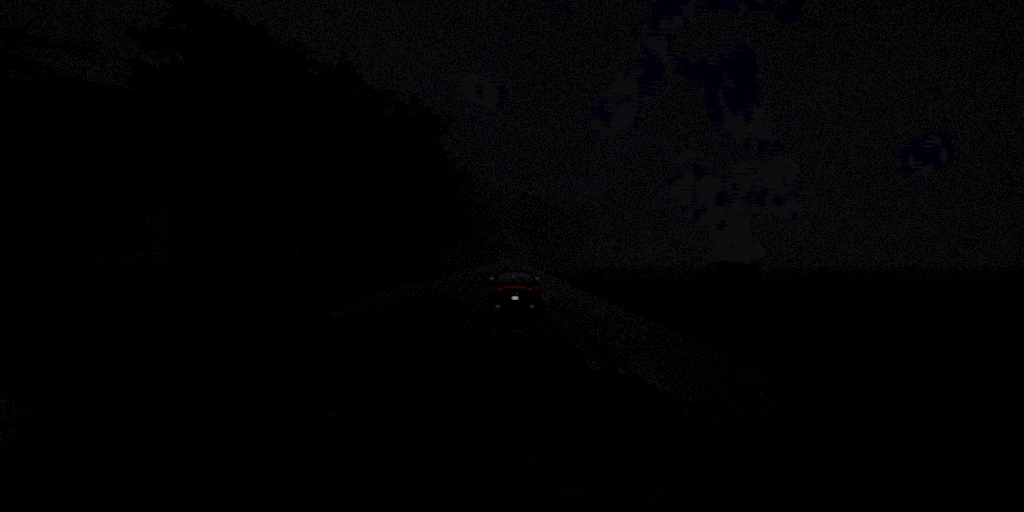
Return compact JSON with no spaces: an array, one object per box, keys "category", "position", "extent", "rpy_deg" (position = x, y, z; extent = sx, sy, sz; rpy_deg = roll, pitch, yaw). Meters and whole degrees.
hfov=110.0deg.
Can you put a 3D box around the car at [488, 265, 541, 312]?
[{"category":"car","position":[0.103,1.270,14.528],"extent":[1.882,1.535,5.008],"rpy_deg":[0,0,0]}]
